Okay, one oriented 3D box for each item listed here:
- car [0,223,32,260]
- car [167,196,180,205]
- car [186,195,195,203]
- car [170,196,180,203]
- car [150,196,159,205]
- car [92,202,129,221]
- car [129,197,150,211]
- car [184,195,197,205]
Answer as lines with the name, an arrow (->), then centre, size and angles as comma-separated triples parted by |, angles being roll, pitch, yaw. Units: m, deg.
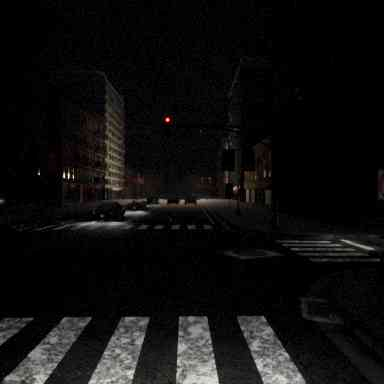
car -> -6.643, 1.599, 9.693 | 1.895, 1.301, 4.718 | 0, 0, 0
car -> -3.410, 1.469, 59.711 | 1.882, 1.535, 5.008 | 0, 0, 0
car -> -0.296, 1.467, 68.314 | 1.882, 1.535, 5.008 | 0, 0, 0
car -> -3.468, 1.590, 69.864 | 1.895, 1.301, 4.718 | 0, 0, 0
car -> -6.806, 1.499, 57.260 | 1.837, 1.490, 4.892 | 0, -1, 0
car -> -6.714, 1.526, 27.189 | 1.812, 1.442, 4.674 | 0, 0, 0
car -> -6.778, 1.598, 41.317 | 1.895, 1.301, 4.718 | 0, 0, 0
car -> -0.252, 1.344, 58.281 | 2.097, 1.767, 4.553 | 0, 0, 0
